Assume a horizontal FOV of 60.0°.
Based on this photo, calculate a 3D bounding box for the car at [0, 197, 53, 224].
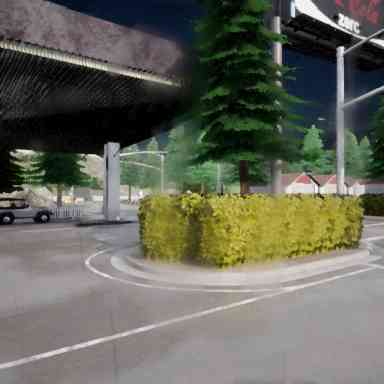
[{"bbox_3d":[-12.012,1.313,23.449,3.866,1.878,1.905,0,0,-36],"label":"car"}]
